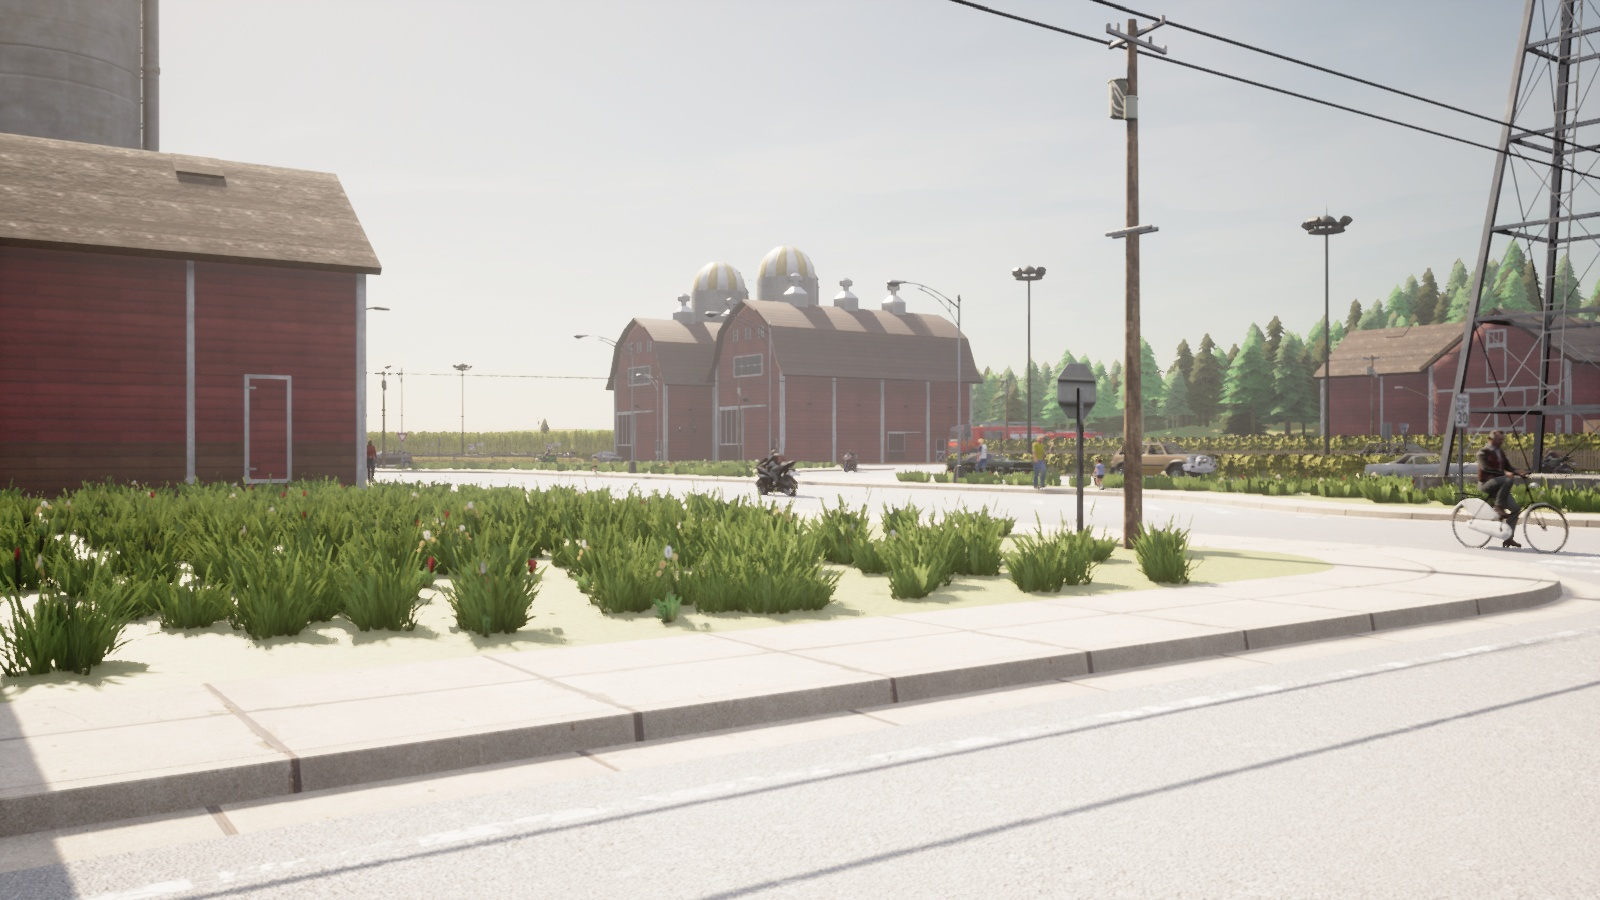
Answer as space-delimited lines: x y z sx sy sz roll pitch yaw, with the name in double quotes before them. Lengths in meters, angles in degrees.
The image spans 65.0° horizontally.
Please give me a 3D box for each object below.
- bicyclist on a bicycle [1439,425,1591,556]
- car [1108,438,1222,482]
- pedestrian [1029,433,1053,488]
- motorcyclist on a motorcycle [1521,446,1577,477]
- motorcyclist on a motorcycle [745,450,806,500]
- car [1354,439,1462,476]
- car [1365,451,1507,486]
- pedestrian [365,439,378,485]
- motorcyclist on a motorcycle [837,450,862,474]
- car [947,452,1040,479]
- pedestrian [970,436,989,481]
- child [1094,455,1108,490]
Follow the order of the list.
"bicyclist on a bicycle" 10.253 0.553 18.083 0.659 1.776 1.843 -1 0 -24
"car" 15.985 0.460 55.179 1.932 1.855 4.605 0 -1 -35
"pedestrian" 8.062 0.346 41.996 0.354 1.836 0.706 0 0 -37
"motorcyclist on a motorcycle" 36.780 0.552 61.714 0.866 1.530 2.191 0 0 -35
"motorcyclist on a motorcycle" -0.808 0.778 40.233 0.866 1.530 2.191 0 0 -36
"car" 30.907 0.368 63.974 1.932 1.855 4.605 0 0 -35
"car" 24.251 0.694 48.060 4.718 1.301 1.895 0 0 22
"pedestrian" -17.493 0.494 51.231 0.331 1.846 0.636 0 0 -34
"motorcyclist on a motorcycle" 3.190 0.747 80.265 0.866 1.530 2.191 1 0 22
"car" 9.789 0.776 63.883 1.895 1.301 4.718 0 0 -36
"pedestrian" 7.432 0.345 52.013 0.354 1.836 0.706 0 0 -40
"child" 9.696 0.716 40.469 0.255 1.110 0.394 0 0 -21
